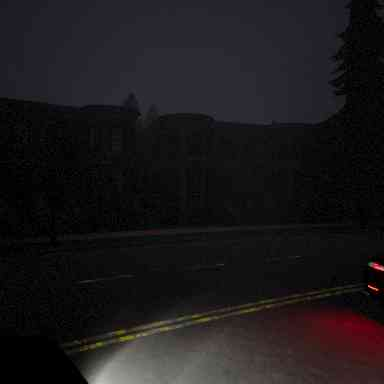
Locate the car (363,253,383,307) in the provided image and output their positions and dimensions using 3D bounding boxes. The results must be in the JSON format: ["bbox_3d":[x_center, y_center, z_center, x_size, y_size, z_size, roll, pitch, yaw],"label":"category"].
[{"bbox_3d":[5.450,1.492,6.209,4.902,1.511,2.128,0,0,-24],"label":"car"}]

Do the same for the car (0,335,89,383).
[{"bbox_3d":[-3.091,1.547,1.378,5.357,1.411,2.033,0,0,-37],"label":"car"}]
